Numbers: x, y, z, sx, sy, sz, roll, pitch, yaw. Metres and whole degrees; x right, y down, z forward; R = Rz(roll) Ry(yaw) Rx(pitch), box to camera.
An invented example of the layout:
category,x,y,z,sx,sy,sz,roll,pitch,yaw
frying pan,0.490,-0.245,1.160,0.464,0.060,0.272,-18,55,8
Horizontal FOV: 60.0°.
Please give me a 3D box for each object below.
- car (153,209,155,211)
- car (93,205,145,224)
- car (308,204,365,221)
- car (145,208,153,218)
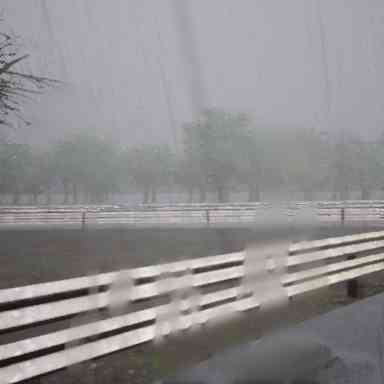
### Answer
category,x,y,z,sx,sy,sz,roll,pitch,yaw
car,-6.769,2.276,39.561,4.892,1.490,1.837,-2,0,6
car,-7.375,2.271,32.587,4.674,1.442,1.812,-1,0,6
car,13.177,1.832,30.464,4.902,1.511,2.128,-1,0,6
car,-7.129,2.288,36.079,4.892,1.490,1.837,-2,0,6
